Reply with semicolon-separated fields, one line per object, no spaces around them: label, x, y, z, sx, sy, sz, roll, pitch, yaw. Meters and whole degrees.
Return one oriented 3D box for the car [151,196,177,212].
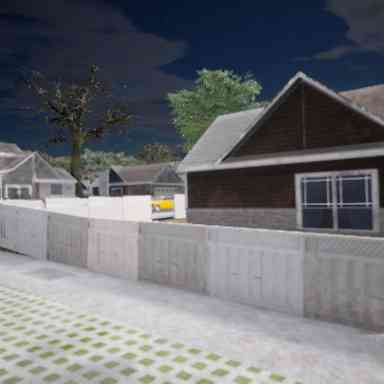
car;-3.174;1.139;33.960;1.882;1.535;5.008;-2;0;36

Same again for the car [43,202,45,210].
car;-11.356;1.378;22.784;2.033;1.411;5.357;-2;-1;36
